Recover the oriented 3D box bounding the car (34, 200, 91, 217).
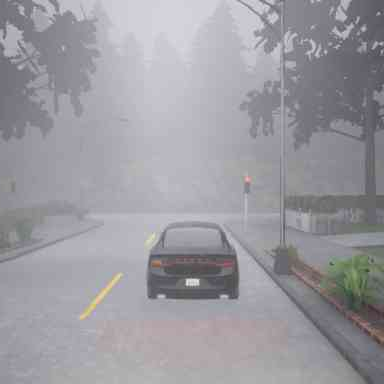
[{"bbox_3d":[-11.684,1.505,30.035,4.892,1.490,1.837,0,0,0],"label":"car"}]

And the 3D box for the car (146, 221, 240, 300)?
[{"bbox_3d":[0.040,1.478,8.481,1.882,1.535,5.008,0,0,1],"label":"car"}]
